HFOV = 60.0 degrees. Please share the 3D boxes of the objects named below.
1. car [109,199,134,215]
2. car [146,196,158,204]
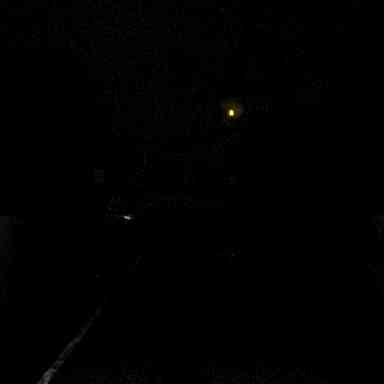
[{"bbox_3d":[-7.033,1.472,33.615,1.837,1.490,4.892,0,0,0],"label":"car"},{"bbox_3d":[-7.131,1.418,59.668,1.994,1.385,4.181,0,0,-1],"label":"car"}]
